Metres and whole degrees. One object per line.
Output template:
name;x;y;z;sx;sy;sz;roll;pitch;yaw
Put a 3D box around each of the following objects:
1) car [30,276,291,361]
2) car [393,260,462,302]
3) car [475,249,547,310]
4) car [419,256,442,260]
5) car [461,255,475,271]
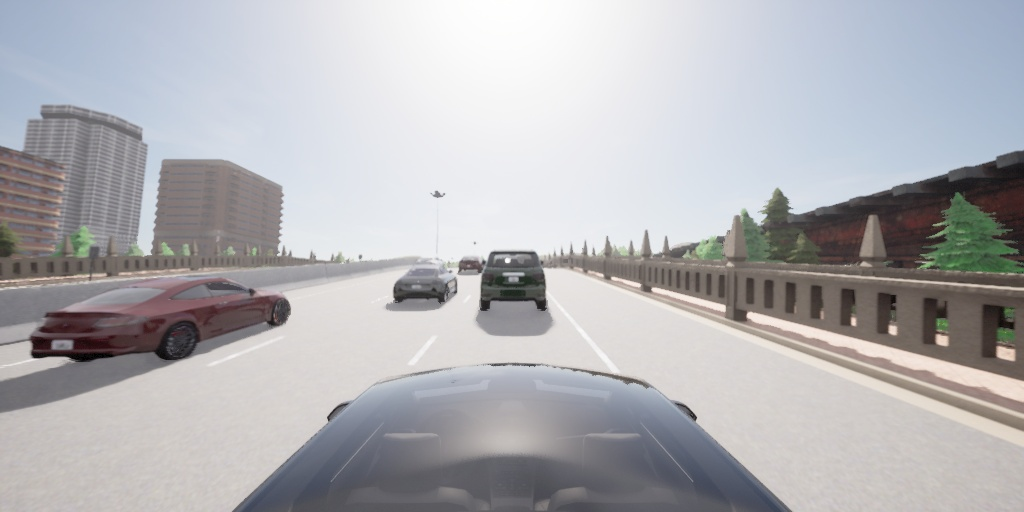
car;-6.935;1.156;7.818;1.812;1.442;4.674;0;1;0
car;-3.478;1.052;15.042;1.994;1.385;4.181;0;1;0
car;0.032;0.741;13.424;2.150;2.045;5.566;0;1;0
car;-7.070;0.706;30.867;1.812;1.442;4.674;0;1;0
car;-3.576;0.642;31.916;1.882;1.535;5.008;0;1;0
